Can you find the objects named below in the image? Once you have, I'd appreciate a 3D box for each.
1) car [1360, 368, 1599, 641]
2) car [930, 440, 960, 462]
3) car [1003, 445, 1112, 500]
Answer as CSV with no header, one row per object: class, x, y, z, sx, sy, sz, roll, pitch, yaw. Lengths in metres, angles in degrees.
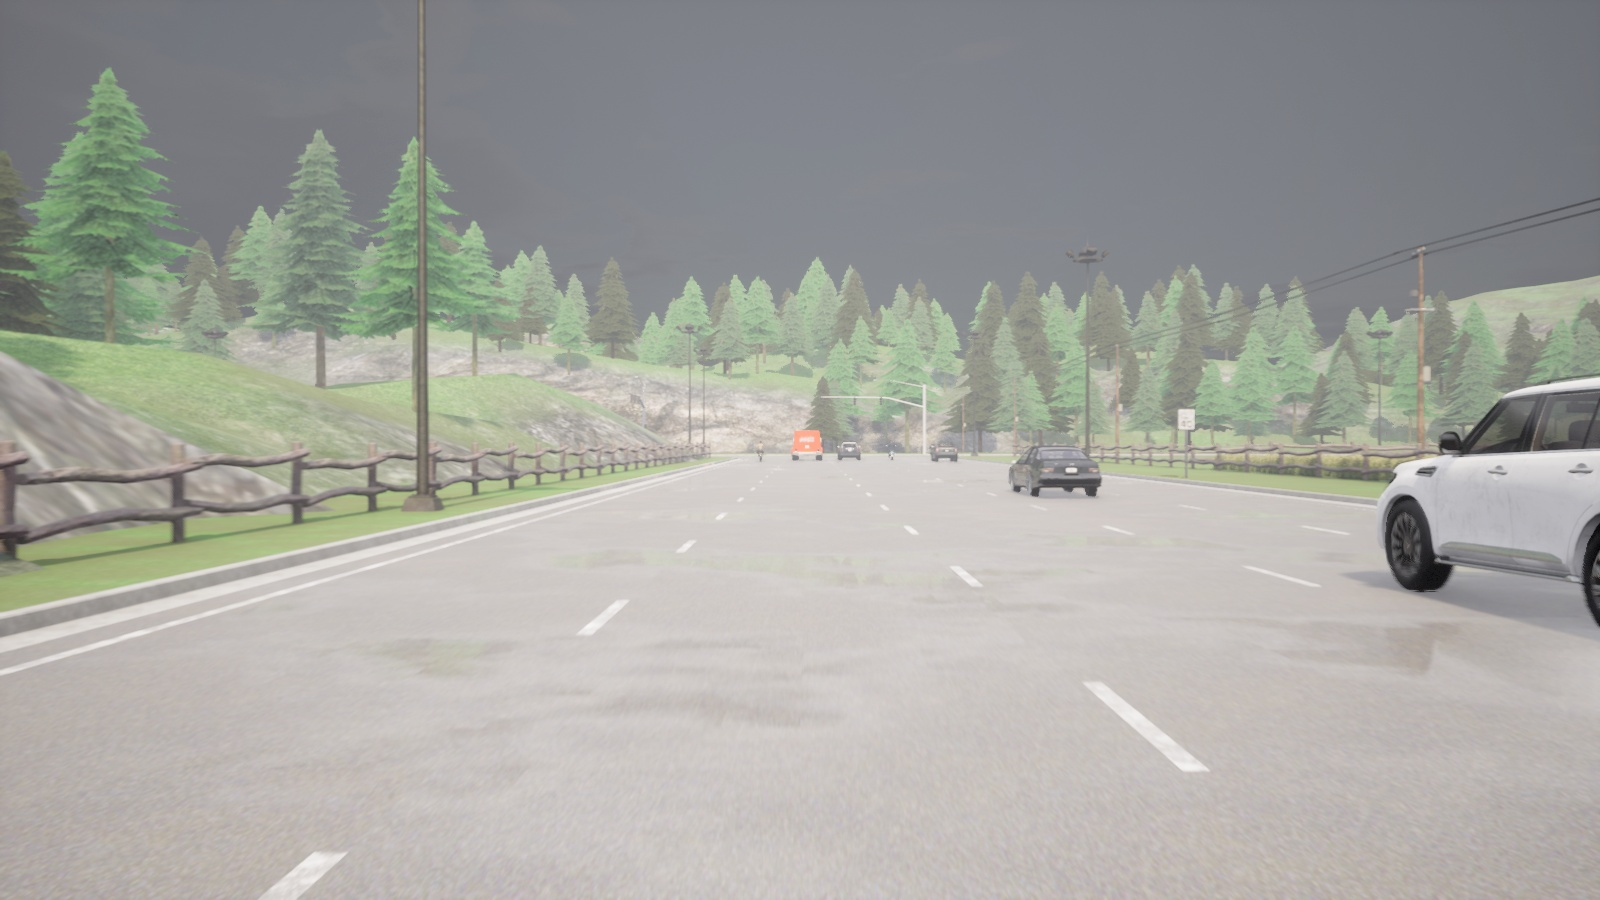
car,7.076,0.405,10.697,2.150,2.045,5.566,0,0,0
car,11.060,0.076,96.020,1.851,1.617,3.988,0,0,0
car,7.218,0.584,35.767,2.033,1.411,5.357,0,0,0
